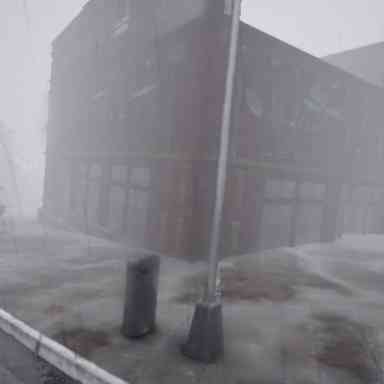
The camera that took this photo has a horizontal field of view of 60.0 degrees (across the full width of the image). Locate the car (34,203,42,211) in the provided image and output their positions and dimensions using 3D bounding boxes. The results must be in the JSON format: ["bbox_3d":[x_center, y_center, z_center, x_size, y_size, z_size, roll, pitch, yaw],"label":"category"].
[{"bbox_3d":[-25.346,2.675,56.908,1.994,1.385,4.181,5,-2,-3],"label":"car"}]
